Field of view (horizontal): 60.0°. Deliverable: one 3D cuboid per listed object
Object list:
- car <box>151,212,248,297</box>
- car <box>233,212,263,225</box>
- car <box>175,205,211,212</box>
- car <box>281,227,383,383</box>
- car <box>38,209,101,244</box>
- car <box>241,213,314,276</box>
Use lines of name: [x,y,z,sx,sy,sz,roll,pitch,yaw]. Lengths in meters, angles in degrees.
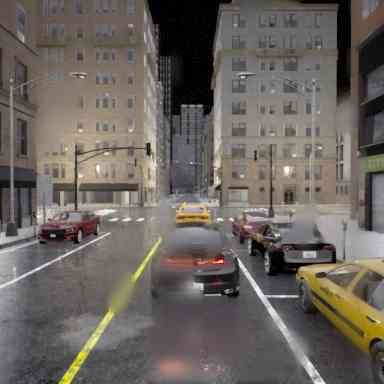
car: [0.073,1.502,8.546,1.837,1.490,4.892,0,0,0]
car: [2.883,1.577,15.784,1.802,1.307,4.206,-1,0,0]
car: [0.053,1.471,18.973,1.882,1.535,5.008,0,0,1]
car: [2.868,1.524,4.782,1.752,1.417,4.829,-1,0,0]
car: [-5.662,1.539,15.792,1.887,1.381,4.507,-1,0,0]
car: [2.876,1.563,10.198,1.947,1.339,4.313,-1,0,0]
